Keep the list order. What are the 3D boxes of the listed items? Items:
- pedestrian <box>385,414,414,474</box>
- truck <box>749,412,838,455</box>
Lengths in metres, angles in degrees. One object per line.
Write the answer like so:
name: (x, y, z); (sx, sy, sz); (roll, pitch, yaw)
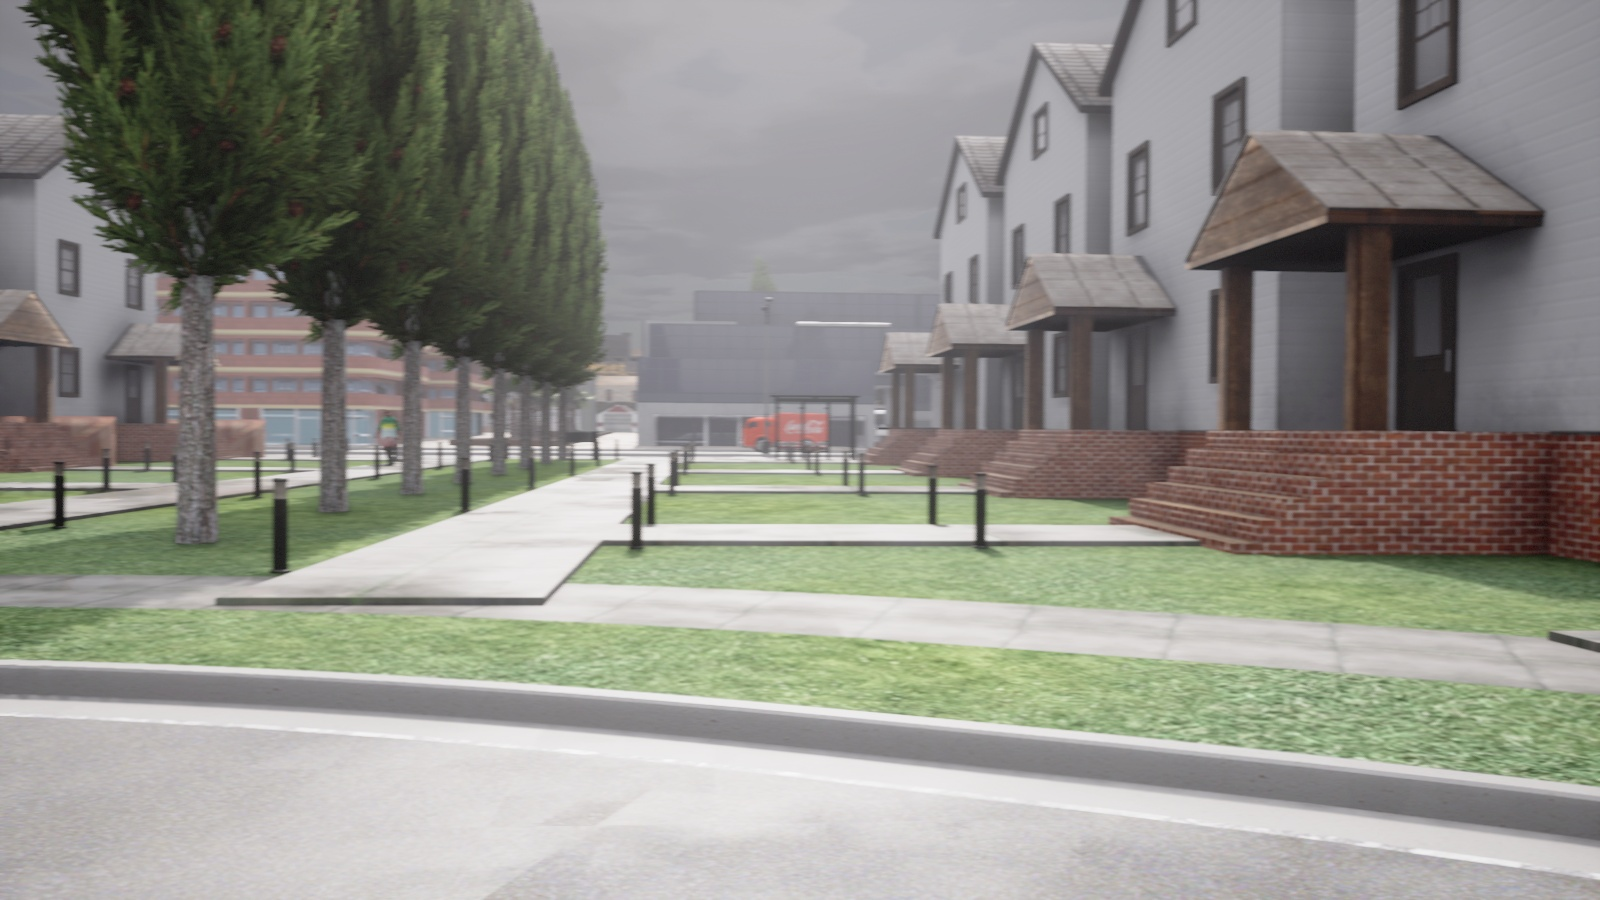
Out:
pedestrian: (-13.121, -0.196, 41.142); (0.659, 1.952, 0.873); (-1, 1, -3)
truck: (-0.428, -0.984, 75.604); (5.204, 2.467, 2.627); (-1, 1, -4)
